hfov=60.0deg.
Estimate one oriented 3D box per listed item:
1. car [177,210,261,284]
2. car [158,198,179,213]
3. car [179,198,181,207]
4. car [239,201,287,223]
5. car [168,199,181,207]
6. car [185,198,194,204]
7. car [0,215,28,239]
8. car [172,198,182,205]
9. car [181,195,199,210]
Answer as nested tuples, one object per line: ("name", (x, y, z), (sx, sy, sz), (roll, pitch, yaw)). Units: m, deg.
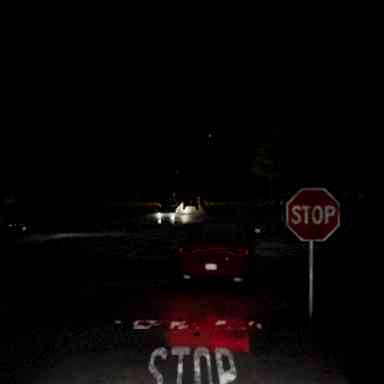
("car", (0.971, 1.532, 9.900), (1.882, 1.535, 5.008), (0, 0, 13))
("car", (-3.035, 1.599, 41.133), (2.097, 1.767, 4.553), (0, 0, -1))
("car", (-3.115, 1.789, 50.608), (1.882, 1.535, 5.008), (0, 0, 0))
("car", (5.682, 1.396, 24.359), (4.902, 1.511, 2.128), (-1, 2, 28))
("car", (-3.150, 1.948, 60.500), (1.994, 1.385, 4.181), (0, 0, 0))
("car", (-0.503, 2.075, 77.413), (1.994, 1.385, 4.181), (0, -1, 0))
("car", (-11.885, 1.836, 18.730), (4.902, 1.511, 2.128), (-1, 1, 0))
("car", (-3.203, 1.977, 70.908), (2.033, 1.411, 5.357), (0, 0, 0))
("car", (-0.192, 1.522, 49.218), (2.150, 2.045, 5.566), (0, 0, 0))
